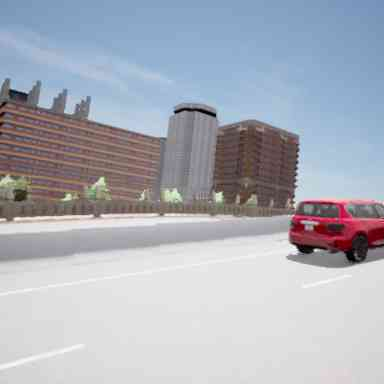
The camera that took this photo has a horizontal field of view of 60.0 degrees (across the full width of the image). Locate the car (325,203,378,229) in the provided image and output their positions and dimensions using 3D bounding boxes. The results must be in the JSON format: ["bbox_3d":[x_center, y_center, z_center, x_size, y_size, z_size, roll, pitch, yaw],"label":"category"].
[{"bbox_3d":[15.544,2.371,32.261,5.566,2.045,2.150,7,-4,-35],"label":"car"}]

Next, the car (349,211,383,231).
[{"bbox_3d":[15.212,2.446,27.726,4.181,1.385,1.994,6,-4,-35],"label":"car"}]

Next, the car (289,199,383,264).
[{"bbox_3d":[5.968,1.283,12.300,5.566,2.045,2.150,1,-1,-35],"label":"car"}]

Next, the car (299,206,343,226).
[{"bbox_3d":[13.653,2.515,35.206,4.553,1.767,2.097,7,-4,-35],"label":"car"}]
